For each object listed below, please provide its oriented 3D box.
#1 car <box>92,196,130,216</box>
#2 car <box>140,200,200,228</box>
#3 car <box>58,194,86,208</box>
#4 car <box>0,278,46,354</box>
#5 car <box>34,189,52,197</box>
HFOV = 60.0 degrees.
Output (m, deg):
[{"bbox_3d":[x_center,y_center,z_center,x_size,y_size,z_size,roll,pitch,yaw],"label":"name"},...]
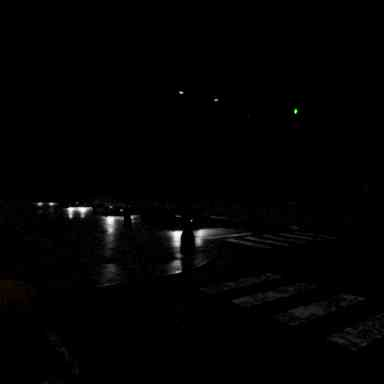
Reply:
[{"bbox_3d":[-6.668,1.058,27.029,1.812,1.442,4.674,0,1,-35],"label":"car"},{"bbox_3d":[-1.454,1.225,19.741,1.812,1.442,4.674,0,1,-37],"label":"car"},{"bbox_3d":[-12.913,0.903,35.765,1.994,1.385,4.181,0,1,-36],"label":"car"},{"bbox_3d":[-4.263,1.525,3.620,4.829,1.417,1.752,0,0,-35],"label":"car"},{"bbox_3d":[-21.695,0.297,48.199,1.837,1.490,4.892,0,1,-36],"label":"car"}]
